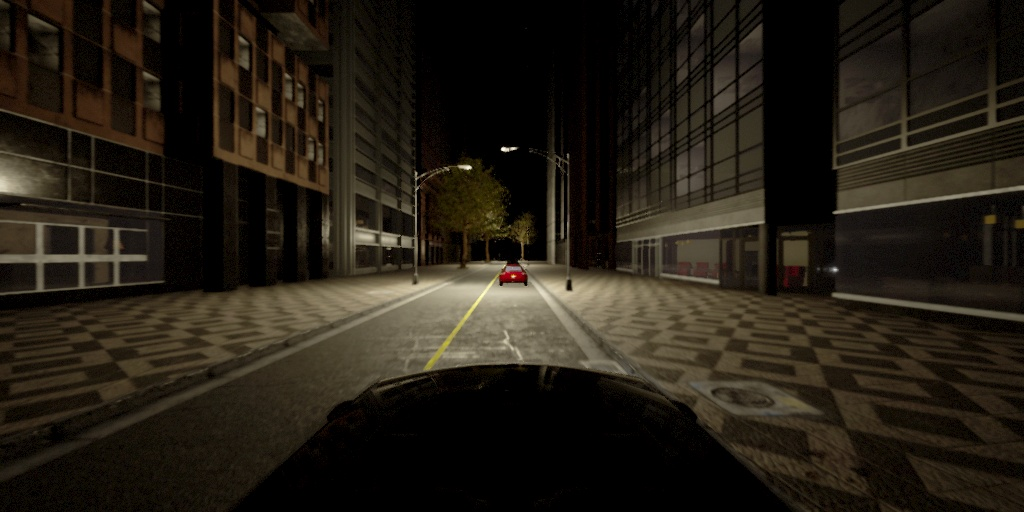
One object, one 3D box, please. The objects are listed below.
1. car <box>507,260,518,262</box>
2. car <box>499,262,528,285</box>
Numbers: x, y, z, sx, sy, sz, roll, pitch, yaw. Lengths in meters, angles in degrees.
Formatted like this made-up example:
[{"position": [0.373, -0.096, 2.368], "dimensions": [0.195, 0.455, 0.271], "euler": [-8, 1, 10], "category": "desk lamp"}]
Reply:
[{"position": [0.102, 1.254, 47.881], "dimensions": [1.837, 1.490, 4.892], "euler": [0, 0, 0], "category": "car"}, {"position": [0.101, 1.315, 25.729], "dimensions": [1.994, 1.385, 4.181], "euler": [0, 0, 0], "category": "car"}]
